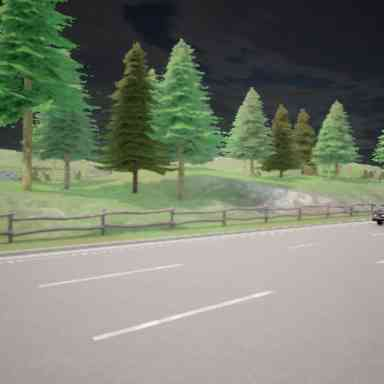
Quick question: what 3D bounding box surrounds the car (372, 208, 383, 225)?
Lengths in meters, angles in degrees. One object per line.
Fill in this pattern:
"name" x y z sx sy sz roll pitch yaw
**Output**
"car" 15.055 1.677 24.071 5.357 1.411 2.033 0 0 -37
